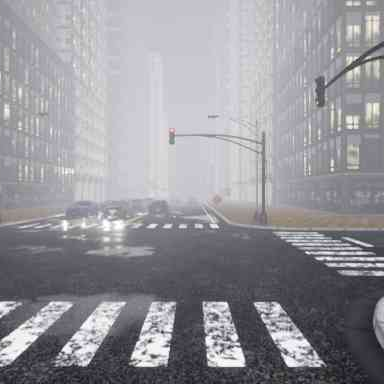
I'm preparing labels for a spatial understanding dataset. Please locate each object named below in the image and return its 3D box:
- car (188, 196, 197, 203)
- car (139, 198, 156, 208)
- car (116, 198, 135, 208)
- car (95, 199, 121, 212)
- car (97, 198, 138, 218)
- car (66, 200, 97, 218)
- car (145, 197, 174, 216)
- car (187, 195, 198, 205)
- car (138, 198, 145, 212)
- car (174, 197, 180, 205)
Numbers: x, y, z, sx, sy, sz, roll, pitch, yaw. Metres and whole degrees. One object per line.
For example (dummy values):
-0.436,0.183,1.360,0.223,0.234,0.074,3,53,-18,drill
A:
0.034,1.615,71.325,1.882,1.535,5.008,0,0,0,car
-6.617,1.588,49.671,1.812,1.442,4.674,0,0,0,car
-9.863,1.626,49.401,1.994,1.385,4.181,0,0,0,car
-9.867,1.602,39.477,1.994,1.385,4.181,0,0,0,car
-6.614,1.514,30.096,2.128,1.511,4.902,0,0,0,car
-9.868,1.500,30.343,1.882,1.535,5.008,0,0,0,car
-3.130,1.504,32.792,1.882,1.535,5.008,0,0,0,car
0.075,1.625,61.478,1.812,1.442,4.674,0,0,0,car
-6.618,1.516,39.623,1.882,1.535,5.008,0,0,0,car
-3.178,1.590,60.965,2.128,1.511,4.902,0,0,0,car
